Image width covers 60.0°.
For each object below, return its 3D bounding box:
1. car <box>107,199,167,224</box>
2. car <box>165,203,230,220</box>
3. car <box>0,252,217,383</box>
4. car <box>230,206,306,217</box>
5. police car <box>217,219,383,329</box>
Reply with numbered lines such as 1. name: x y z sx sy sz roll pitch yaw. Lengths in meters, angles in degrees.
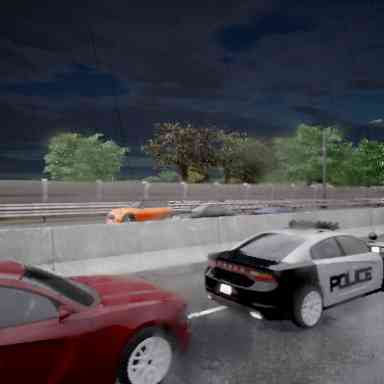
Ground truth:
1. car: -3.483 1.356 23.016 4.553 1.767 2.097 0 0 -36
2. car: 0.883 1.530 21.834 4.674 1.442 1.812 0 0 -36
3. car: -2.301 1.480 3.516 5.008 1.535 1.882 0 0 -36
4. car: 5.184 1.554 20.607 5.357 1.411 2.033 0 0 -36
5. police car: 2.674 1.421 7.073 5.238 1.638 1.930 0 0 -36
